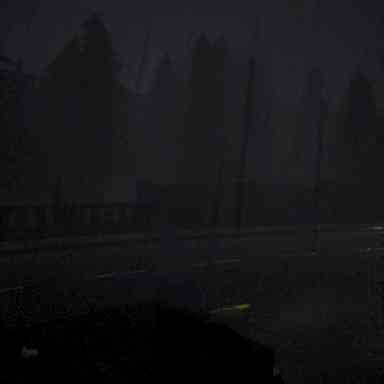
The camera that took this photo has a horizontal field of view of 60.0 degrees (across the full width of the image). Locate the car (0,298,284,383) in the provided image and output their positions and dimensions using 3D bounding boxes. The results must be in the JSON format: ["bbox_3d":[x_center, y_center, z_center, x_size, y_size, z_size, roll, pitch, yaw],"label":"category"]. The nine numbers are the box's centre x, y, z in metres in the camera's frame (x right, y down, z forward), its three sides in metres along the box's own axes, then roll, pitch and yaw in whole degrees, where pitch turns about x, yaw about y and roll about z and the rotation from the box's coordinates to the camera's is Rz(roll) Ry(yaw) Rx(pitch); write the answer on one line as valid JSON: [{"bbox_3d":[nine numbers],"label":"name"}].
[{"bbox_3d":[-1.517,1.580,2.356,4.718,1.301,1.895,-1,1,-36],"label":"car"}]
